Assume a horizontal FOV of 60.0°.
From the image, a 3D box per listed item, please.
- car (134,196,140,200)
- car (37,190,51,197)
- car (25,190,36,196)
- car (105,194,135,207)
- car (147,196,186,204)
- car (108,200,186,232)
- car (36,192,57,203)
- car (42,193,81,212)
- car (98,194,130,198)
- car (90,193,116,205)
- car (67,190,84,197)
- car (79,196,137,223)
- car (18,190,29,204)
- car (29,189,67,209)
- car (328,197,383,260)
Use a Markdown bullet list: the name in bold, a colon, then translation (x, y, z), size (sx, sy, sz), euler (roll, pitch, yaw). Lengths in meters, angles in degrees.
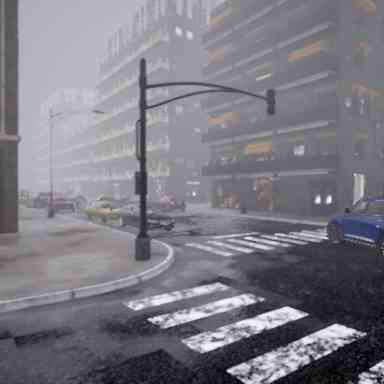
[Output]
- **car**: translation (-5.597, 1.078, 36.334), size (2.008, 1.369, 4.403), euler (1, 0, -36)
- **car**: translation (-33.292, 0.340, 74.839), size (1.801, 1.575, 5.366), euler (0, 1, -36)
- **car**: translation (-41.669, 0.266, 85.824), size (1.947, 1.339, 4.313), euler (1, 0, -36)
- **car**: translation (-8.875, 1.002, 40.833), size (2.008, 1.369, 4.403), euler (1, 0, -36)
- **car**: translation (-2.315, 1.044, 31.834), size (1.967, 1.590, 4.097), euler (1, 0, -36)
- **car**: translation (-2.550, 1.321, 17.927), size (2.008, 1.369, 4.403), euler (1, 0, -36)
- **car**: translation (-20.875, 0.797, 47.600), size (1.837, 1.490, 4.892), euler (0, 0, -36)
- **car**: translation (-12.389, 1.084, 31.425), size (1.887, 1.381, 4.507), euler (1, 0, -36)
- **car**: translation (-7.430, 1.128, 29.003), size (1.812, 1.442, 4.674), euler (0, 1, -36)
- **car**: translation (-12.254, 0.898, 45.469), size (1.752, 1.417, 4.829), euler (1, 0, -36)
- **car**: translation (-16.011, 0.865, 46.138), size (1.812, 1.442, 4.674), euler (0, 1, -35)
- **car**: translation (-5.729, 1.221, 22.289), size (1.752, 1.417, 4.829), euler (1, 0, -36)
- **car**: translation (-22.126, 0.839, 44.784), size (1.752, 1.417, 4.829), euler (1, 0, -36)
- **car**: translation (-15.664, 0.778, 35.923), size (2.192, 1.841, 5.009), euler (1, 0, -36)
- **car**: translation (7.047, 1.190, 11.947), size (2.150, 2.045, 5.566), euler (1, 0, -4)
